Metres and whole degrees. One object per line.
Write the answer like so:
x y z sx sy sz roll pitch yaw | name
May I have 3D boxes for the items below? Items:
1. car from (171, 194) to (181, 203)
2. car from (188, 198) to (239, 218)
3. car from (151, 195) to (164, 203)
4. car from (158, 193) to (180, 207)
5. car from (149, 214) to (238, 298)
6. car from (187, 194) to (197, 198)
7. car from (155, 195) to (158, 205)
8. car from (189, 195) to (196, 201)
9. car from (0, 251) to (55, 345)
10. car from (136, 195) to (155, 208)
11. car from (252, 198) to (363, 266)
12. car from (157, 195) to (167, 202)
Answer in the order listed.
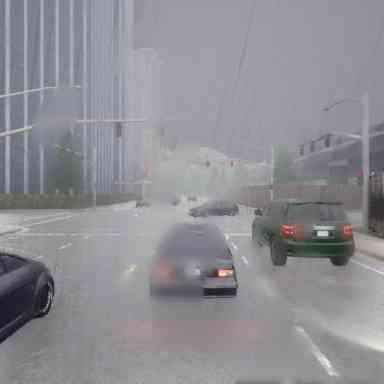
-3.478 1.355 72.579 2.097 1.767 4.553 0 0 0 | car
1.902 1.529 29.174 4.892 1.490 1.837 0 -2 -35 | car
-6.992 1.491 68.052 2.128 1.511 4.902 0 0 0 | car
-3.572 1.221 52.851 2.150 2.045 5.566 0 0 0 | car
0.057 1.547 8.664 2.033 1.411 5.357 0 0 1 | car
0.024 1.355 78.682 2.097 1.767 4.553 0 0 0 | car
-7.061 1.352 58.115 2.097 1.767 4.553 0 0 0 | car
0.027 1.500 88.927 1.837 1.490 4.892 0 0 0 | car
-3.588 1.564 4.620 1.994 1.385 4.181 0 0 0 | car
-7.077 1.504 48.923 1.837 1.490 4.892 0 0 0 | car
3.575 1.221 11.697 2.150 2.045 5.566 0 0 1 | car
-6.976 1.516 78.290 1.812 1.442 4.674 0 0 0 | car
